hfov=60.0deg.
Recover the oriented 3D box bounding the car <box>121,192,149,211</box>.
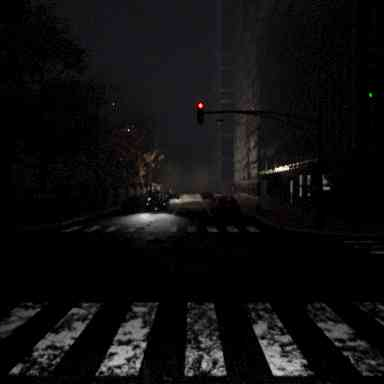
[{"bbox_3d":[-5.695,1.013,32.336,1.887,1.381,4.507,0,1,0],"label":"car"}]

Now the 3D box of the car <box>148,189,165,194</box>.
[{"bbox_3d":[-5.697,0.502,49.379,2.192,1.841,5.009,0,1,0],"label":"car"}]

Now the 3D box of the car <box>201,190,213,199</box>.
[{"bbox_3d":[2.681,0.434,60.741,1.967,1.590,4.097,0,1,0],"label":"car"}]

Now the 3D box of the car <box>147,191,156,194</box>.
[{"bbox_3d":[-5.696,0.926,38.019,2.008,1.369,4.403,0,1,0],"label":"car"}]

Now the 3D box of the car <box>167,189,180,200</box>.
[{"bbox_3d":[-3.046,0.680,55.788,1.895,1.301,4.718,0,1,0],"label":"car"}]

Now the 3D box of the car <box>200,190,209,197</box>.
[{"bbox_3d":[2.679,0.316,72.276,1.752,1.417,4.829,0,1,0],"label":"car"}]

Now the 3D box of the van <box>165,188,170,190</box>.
[{"bbox_3d":[-5.702,0.032,77.791,1.690,1.788,3.998,0,1,0],"label":"van"}]

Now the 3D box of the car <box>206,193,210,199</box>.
[{"bbox_3d":[2.686,1.034,32.341,1.947,1.339,4.313,0,1,0],"label":"car"}]

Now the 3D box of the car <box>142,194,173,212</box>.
[{"bbox_3d":[-3.105,1.094,30.811,1.895,1.301,4.718,0,1,0],"label":"car"}]

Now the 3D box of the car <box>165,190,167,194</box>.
[{"bbox_3d":[-5.700,0.673,55.065,1.802,1.307,4.206,0,1,0],"label":"car"}]

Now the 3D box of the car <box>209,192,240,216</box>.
[{"bbox_3d":[2.688,1.001,26.659,1.967,1.590,4.097,0,1,0],"label":"car"}]

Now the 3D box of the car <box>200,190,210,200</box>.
[{"bbox_3d":[2.682,0.657,55.062,1.947,1.339,4.313,0,1,0],"label":"car"}]

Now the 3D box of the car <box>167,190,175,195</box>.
[{"bbox_3d":[-5.706,0.063,89.160,1.802,1.307,4.206,0,1,0],"label":"car"}]
